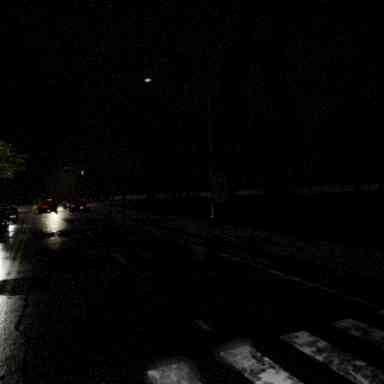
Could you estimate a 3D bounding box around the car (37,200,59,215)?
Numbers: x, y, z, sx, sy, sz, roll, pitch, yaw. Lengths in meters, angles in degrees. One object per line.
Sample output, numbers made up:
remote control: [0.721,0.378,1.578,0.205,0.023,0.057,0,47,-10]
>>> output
car: [-15.694,1.696,36.345,1.837,1.490,4.892,-2,0,-24]

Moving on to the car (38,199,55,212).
car: [-20.185,1.794,46.072,2.128,1.511,4.902,-2,0,-25]

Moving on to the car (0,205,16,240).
car: [-10.832,1.658,17.578,2.128,1.511,4.902,-2,0,-25]

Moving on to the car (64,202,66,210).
car: [-17.127,1.763,47.194,2.033,1.411,5.357,-2,0,-25]

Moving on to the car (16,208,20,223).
car: [-15.134,1.768,27.016,2.033,1.411,5.357,-2,0,-24]

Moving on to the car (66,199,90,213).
car: [-12.911,1.674,38.107,1.994,1.385,4.181,-2,0,-25]
